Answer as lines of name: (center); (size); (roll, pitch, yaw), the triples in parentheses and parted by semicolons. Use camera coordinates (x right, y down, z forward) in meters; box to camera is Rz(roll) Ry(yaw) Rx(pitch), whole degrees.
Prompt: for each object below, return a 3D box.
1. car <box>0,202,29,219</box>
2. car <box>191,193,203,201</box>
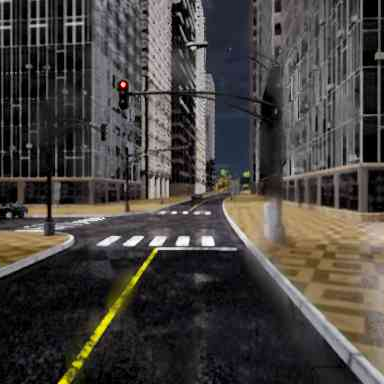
car: (-16.459, 1.606, 28.906); (4.403, 1.369, 2.008); (-1, 1, 10)
car: (0.979, 0.955, 62.059); (2.033, 1.411, 5.357); (0, 1, 8)
